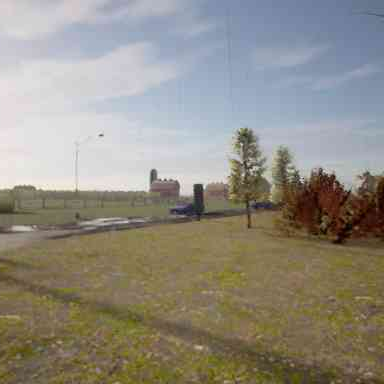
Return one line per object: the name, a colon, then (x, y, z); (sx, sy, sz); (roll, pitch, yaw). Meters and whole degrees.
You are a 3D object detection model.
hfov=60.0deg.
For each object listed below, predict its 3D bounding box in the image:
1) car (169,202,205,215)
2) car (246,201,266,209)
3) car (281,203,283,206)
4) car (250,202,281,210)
car: (-0.487, 1.883, 38.434); (2.033, 1.411, 5.357); (-1, -1, 32)
car: (10.945, 2.147, 56.803); (1.895, 1.301, 4.718); (-1, -1, 31)
car: (16.662, 2.053, 59.457); (1.812, 1.442, 4.674); (-1, -1, 31)
car: (11.197, 1.643, 50.457); (2.150, 2.045, 5.566); (-1, -1, 32)
